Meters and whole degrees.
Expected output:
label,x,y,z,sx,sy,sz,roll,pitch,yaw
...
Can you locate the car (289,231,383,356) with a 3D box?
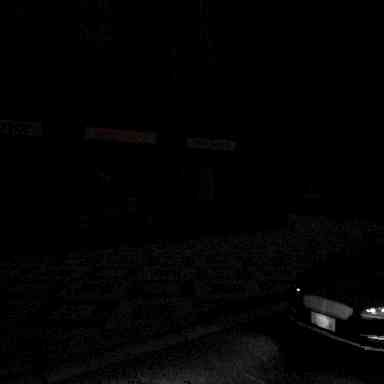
label,x,y,z,sx,sy,sz,roll,pitch,yaw
car,3.774,1.489,5.941,4.902,1.511,2.128,0,0,-35
